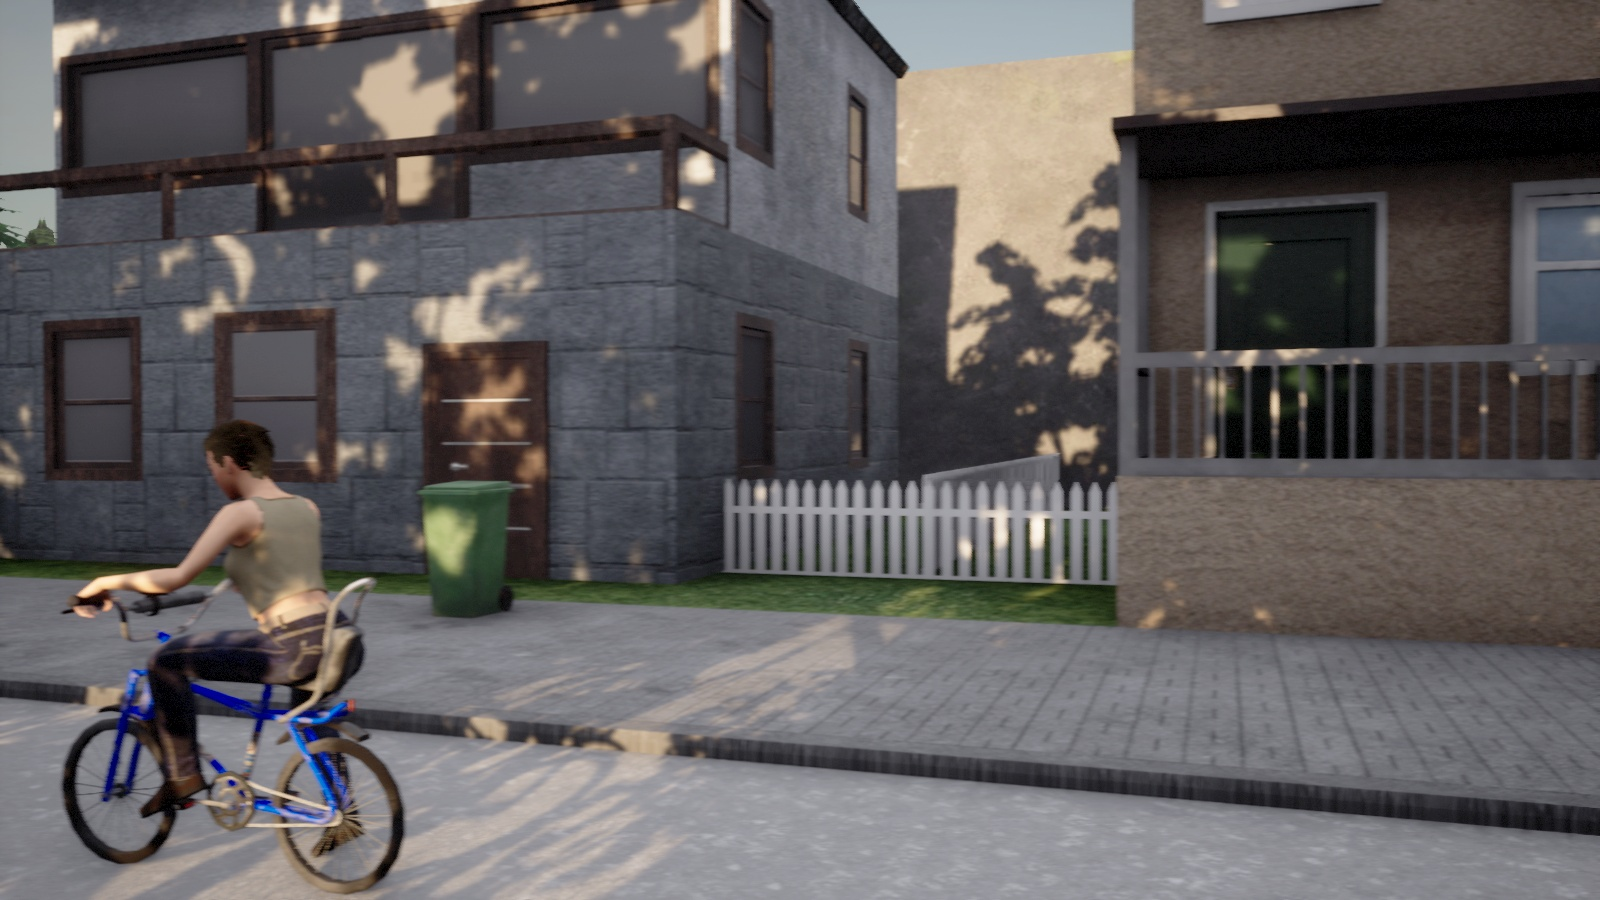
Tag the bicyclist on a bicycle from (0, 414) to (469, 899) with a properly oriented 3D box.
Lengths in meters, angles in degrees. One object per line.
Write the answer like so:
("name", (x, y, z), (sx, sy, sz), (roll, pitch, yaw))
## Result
("bicyclist on a bicycle", (-2.063, 0.685, 4.414), (1.509, 1.612, 0.866), (1, 1, 19))
